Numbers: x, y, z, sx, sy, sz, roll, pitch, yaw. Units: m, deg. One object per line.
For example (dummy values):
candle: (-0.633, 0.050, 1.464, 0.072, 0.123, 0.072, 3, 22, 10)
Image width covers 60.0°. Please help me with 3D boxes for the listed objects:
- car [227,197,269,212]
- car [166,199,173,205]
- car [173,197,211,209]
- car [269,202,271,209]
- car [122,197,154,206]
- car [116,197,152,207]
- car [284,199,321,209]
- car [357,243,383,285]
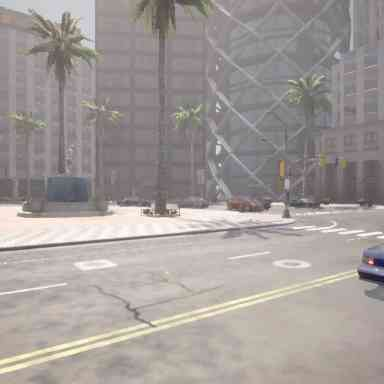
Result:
car: (6.241, 1.351, 39.234, 2.097, 1.767, 4.553, 0, 0, -39)
car: (-2.452, 1.564, 59.362, 4.181, 1.385, 1.994, 0, 0, 24)
car: (0.033, 1.564, 45.746, 4.181, 1.385, 1.994, 0, 0, 35)
car: (7.874, 1.478, 42.846, 1.882, 1.535, 5.008, 0, 0, -41)
car: (-8.745, 1.526, 54.011, 4.674, 1.442, 1.812, 0, 0, 15)
car: (-8.978, 1.601, 50.540, 4.718, 1.301, 1.895, 0, 0, 16)
car: (15.047, 1.601, 45.630, 1.895, 1.301, 4.718, 0, 0, -38)
car: (6.233, 1.547, 8.220, 5.357, 1.411, 2.033, 0, 0, -35)
